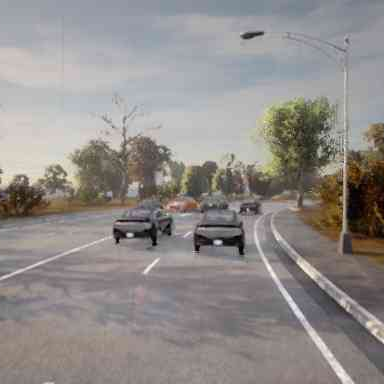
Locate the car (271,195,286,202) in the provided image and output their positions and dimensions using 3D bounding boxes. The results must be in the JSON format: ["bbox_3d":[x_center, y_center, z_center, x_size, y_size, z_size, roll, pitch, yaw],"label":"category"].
[{"bbox_3d":[18.949,1.312,72.858,1.882,1.535,5.008,1,0,38],"label":"car"}]

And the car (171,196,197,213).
[{"bbox_3d":[-1.057,1.275,35.815,2.097,1.767,4.553,0,0,19],"label":"car"}]

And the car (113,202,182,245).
[{"bbox_3d":[-2.083,1.455,15.376,2.128,1.511,4.902,0,0,8],"label":"car"}]

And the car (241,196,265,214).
[{"bbox_3d":[6.257,1.468,35.051,1.837,1.490,4.892,0,0,19],"label":"car"}]

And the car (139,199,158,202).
[{"bbox_3d":[-4.706,1.469,35.883,1.994,1.385,4.181,0,0,18],"label":"car"}]

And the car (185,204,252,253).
[{"bbox_3d":[1.189,1.472,13.582,2.128,1.511,4.902,0,0,7],"label":"car"}]

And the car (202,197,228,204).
[{"bbox_3d":[2.431,1.296,34.564,2.097,1.767,4.553,0,0,18],"label":"car"}]
